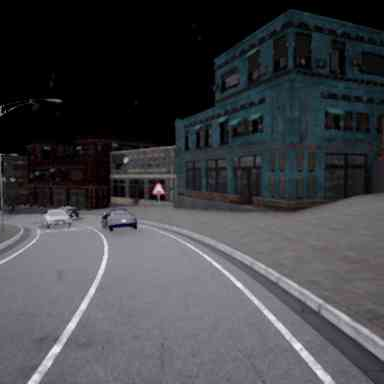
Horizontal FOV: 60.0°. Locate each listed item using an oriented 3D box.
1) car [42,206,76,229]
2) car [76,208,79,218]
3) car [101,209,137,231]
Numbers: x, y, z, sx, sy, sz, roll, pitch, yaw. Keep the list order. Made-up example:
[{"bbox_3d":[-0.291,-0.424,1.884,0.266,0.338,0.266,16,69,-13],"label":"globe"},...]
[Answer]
[{"bbox_3d":[-11.066,2.150,27.143,1.812,1.442,4.674,-2,-1,-30],"label":"car"},{"bbox_3d":[-14.721,2.412,38.817,1.837,1.490,4.892,-3,-1,-39],"label":"car"},{"bbox_3d":[-5.223,1.892,23.491,1.994,1.385,4.181,-2,-1,-23],"label":"car"}]
